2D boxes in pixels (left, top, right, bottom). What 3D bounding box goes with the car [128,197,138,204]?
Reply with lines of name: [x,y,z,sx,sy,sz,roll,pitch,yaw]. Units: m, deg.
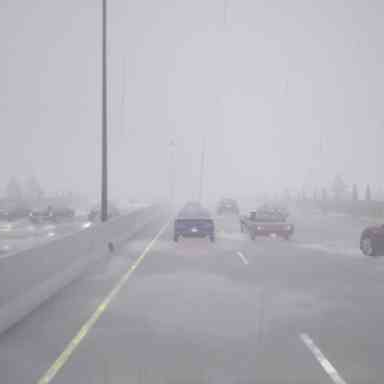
car: [-11.843,1.742,66.898,1.994,1.385,4.181,0,0,-9]

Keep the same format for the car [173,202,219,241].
car: [0.096,1.491,16.811,1.882,1.535,5.008,0,0,0]

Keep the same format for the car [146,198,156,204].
car: [-8.416,1.781,67.686,1.895,1.301,4.718,0,0,-10]

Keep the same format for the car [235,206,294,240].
car: [3.597,1.615,16.916,1.895,1.301,4.718,0,0,0]

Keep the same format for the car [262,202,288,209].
car: [7.095,1.585,29.416,2.033,1.411,5.357,0,0,0]

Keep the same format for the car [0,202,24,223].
car: [-14.101,1.555,25.986,1.812,1.442,4.674,0,0,0]

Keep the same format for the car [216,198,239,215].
car: [3.595,1.403,34.526,2.097,1.767,4.553,0,0,0]

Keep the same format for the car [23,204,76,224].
car: [-10.603,1.629,25.493,1.895,1.301,4.718,0,0,0]

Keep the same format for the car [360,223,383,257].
car: [7.098,1.358,10.113,2.097,1.767,4.553,0,0,0]

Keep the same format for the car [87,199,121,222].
car: [-7.101,1.558,27.225,1.812,1.442,4.674,0,0,0]
